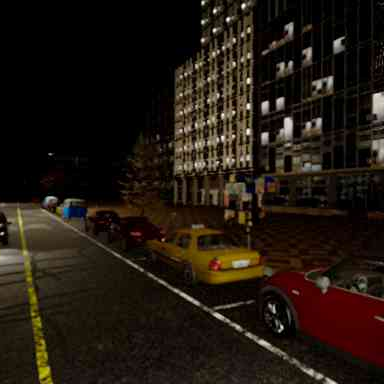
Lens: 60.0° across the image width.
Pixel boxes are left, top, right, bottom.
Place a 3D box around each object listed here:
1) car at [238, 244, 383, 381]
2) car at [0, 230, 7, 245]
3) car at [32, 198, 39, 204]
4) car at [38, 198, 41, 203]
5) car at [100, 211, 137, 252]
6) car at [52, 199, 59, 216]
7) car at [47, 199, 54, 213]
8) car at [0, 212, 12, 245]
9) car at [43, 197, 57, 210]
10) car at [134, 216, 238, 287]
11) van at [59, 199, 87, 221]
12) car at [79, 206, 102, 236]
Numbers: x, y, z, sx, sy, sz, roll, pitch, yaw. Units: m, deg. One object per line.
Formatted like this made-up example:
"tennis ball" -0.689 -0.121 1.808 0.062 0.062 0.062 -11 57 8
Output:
"car" 2.692 1.490 4.555 1.967 1.590 4.097 0 0 -28
"car" -3.737 1.568 4.346 2.033 1.411 5.357 0 -1 -27
"car" -38.636 2.136 82.728 1.887 1.381 4.507 0 0 -28
"car" -23.217 1.896 53.563 1.752 1.417 4.829 0 0 -28
"car" -2.475 1.691 14.326 1.802 1.307 4.206 0 0 -28
"car" -12.885 1.759 34.019 1.752 1.417 4.829 0 0 -28
"car" -15.389 1.832 38.755 1.947 1.339 4.313 0 0 -28
"car" -9.640 1.637 15.719 2.033 1.411 5.357 1 -1 -28
"car" -17.972 1.740 43.642 1.967 1.590 4.097 0 0 -28
"car" 0.029 1.606 9.591 1.752 1.417 4.829 0 0 -28
"van" -10.223 1.542 28.985 1.690 1.788 3.998 0 0 -28
"car" -5.058 1.721 19.212 1.802 1.307 4.206 0 0 -28
